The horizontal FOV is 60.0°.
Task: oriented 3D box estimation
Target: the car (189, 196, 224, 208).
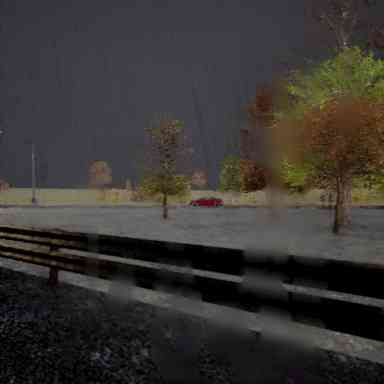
[{"bbox_3d":[1.736,1.177,40.288,4.181,1.385,1.994,0,0,11],"label":"car"}]
